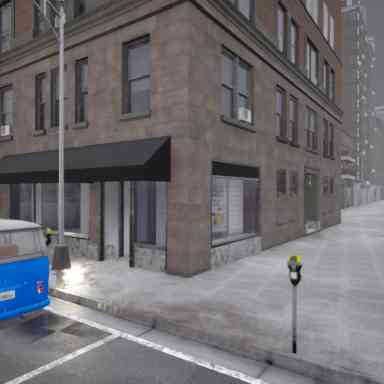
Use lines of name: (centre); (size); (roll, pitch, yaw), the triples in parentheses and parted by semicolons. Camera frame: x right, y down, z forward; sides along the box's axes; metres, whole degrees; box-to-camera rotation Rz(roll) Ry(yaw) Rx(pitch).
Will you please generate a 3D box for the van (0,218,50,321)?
van: (-4.333, 1.340, 6.110); (3.998, 1.788, 1.690); (0, 0, 35)
